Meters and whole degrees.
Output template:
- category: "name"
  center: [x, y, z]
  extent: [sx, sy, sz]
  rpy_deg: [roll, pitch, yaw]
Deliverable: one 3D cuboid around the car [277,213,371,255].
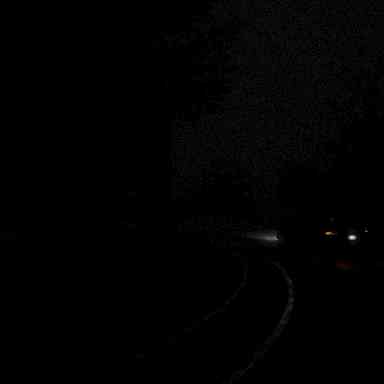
- category: "car"
  center: [5.117, 1.556, 13.482]
  extent: [1.994, 1.385, 4.181]
  rpy_deg: [0, 0, -12]
